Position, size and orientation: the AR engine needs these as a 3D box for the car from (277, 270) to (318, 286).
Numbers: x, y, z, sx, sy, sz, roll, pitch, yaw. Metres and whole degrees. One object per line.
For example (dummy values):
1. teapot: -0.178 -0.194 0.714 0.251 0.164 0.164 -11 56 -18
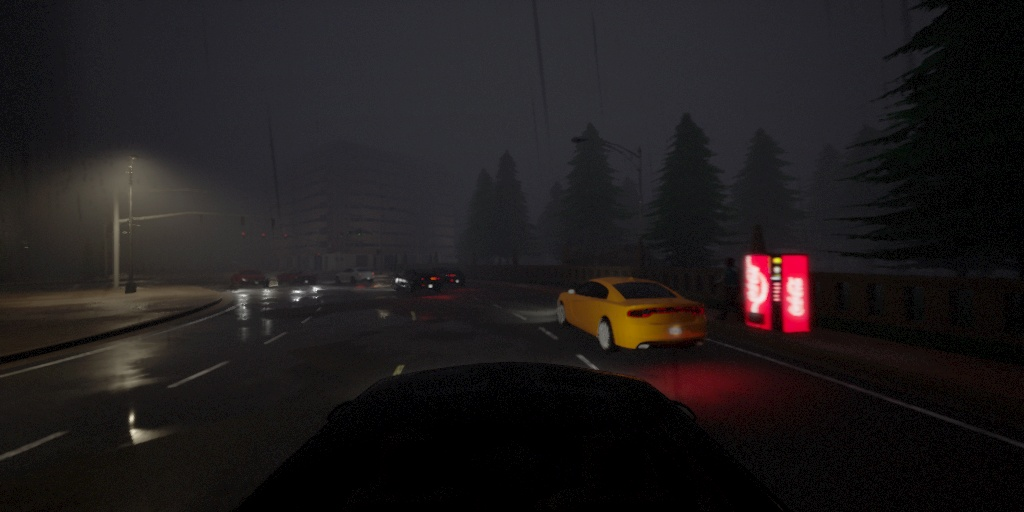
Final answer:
1. car: -18.628 1.850 31.080 4.718 1.301 1.895 -1 -1 41

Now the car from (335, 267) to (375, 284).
1. car: -14.180 1.734 32.441 4.674 1.442 1.812 -1 -1 39

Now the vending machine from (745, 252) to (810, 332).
1. vending machine: 6.782 0.935 9.190 1.100 2.100 0.880 0 0 -10

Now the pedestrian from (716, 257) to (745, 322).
1. pedestrian: 5.977 0.896 9.811 0.375 1.860 0.375 -1 -1 -11

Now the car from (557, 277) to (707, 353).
1. car: 2.623 1.266 9.103 1.882 1.535 5.008 0 -1 -10

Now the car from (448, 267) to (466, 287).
1. car: -5.245 1.555 27.104 1.837 1.490 4.892 0 -1 -36

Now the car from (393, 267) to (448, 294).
1. car: -6.031 1.522 22.546 1.837 1.490 4.892 0 -1 -34

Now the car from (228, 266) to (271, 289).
1. car: -20.790 1.774 28.315 4.674 1.442 1.812 -1 -1 42
